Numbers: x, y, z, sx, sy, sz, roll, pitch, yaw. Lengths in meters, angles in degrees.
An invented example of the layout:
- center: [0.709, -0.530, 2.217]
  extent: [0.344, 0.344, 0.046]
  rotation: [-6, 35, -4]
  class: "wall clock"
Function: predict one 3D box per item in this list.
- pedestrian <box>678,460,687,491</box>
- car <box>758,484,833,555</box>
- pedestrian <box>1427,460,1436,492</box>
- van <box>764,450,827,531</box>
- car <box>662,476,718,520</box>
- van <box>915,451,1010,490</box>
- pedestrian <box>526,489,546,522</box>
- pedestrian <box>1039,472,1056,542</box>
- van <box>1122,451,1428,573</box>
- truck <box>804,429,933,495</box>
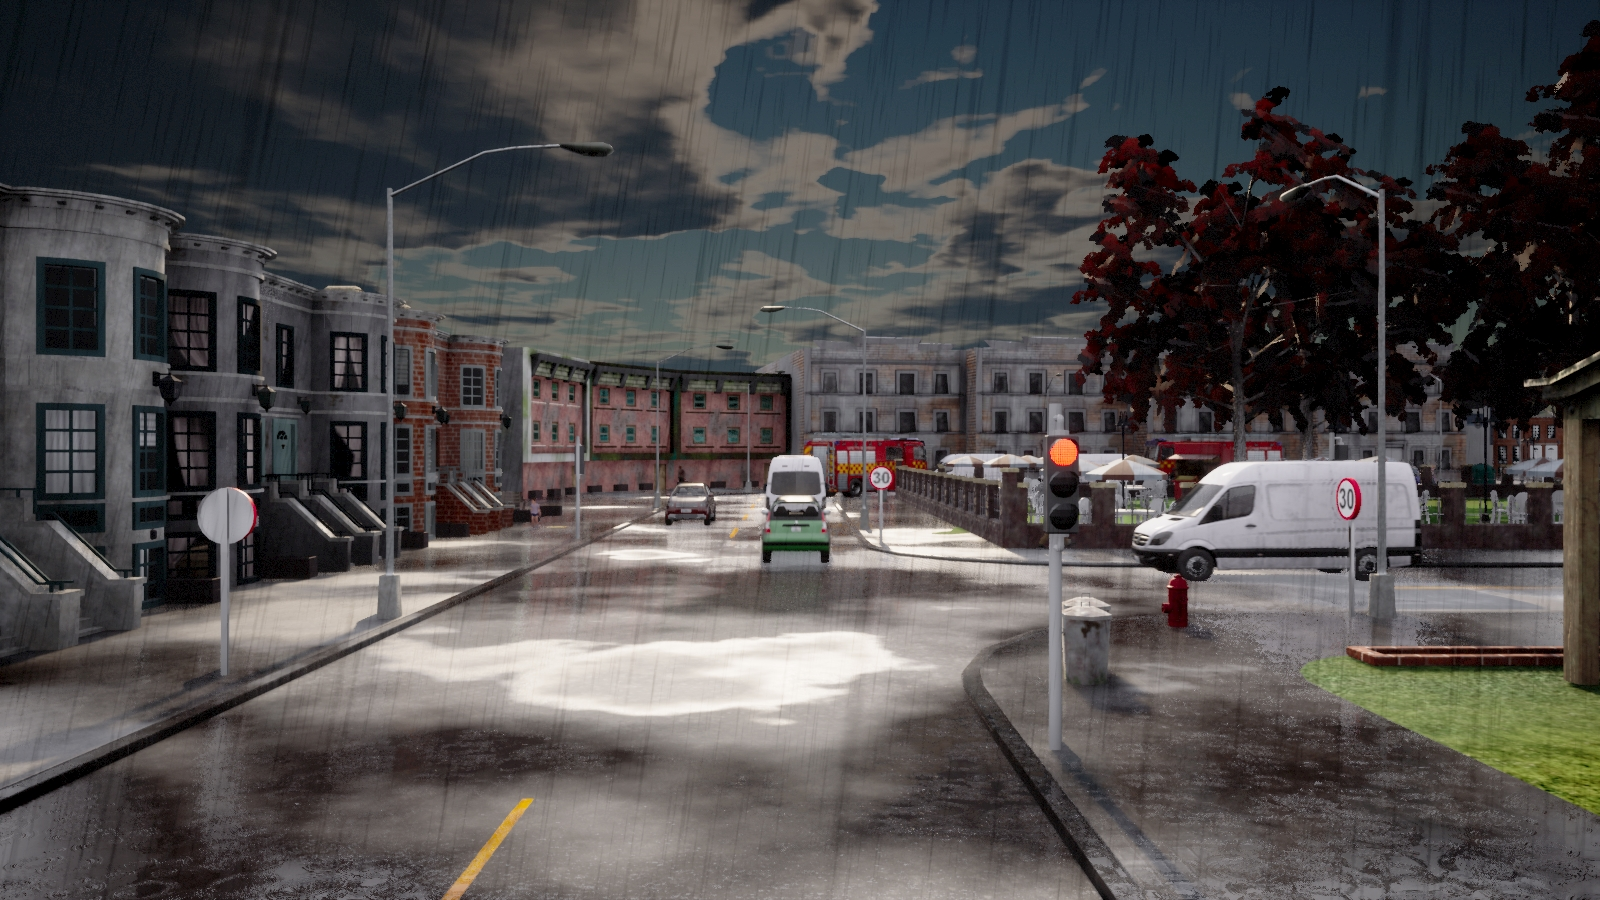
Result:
- center: [-7.137, 1.525, 69.193]
  extent: [0.375, 1.860, 0.375]
  rotation: [0, 0, 31]
  class: "pedestrian"
- center: [-0.109, 1.779, 30.182]
  extent: [1.851, 1.617, 3.988]
  rotation: [0, 0, 0]
  class: "car"
- center: [36.703, 1.524, 66.381]
  extent: [0.375, 1.860, 0.375]
  rotation: [0, 0, 14]
  class: "pedestrian"
- center: [-0.147, 1.312, 39.071]
  extent: [1.988, 2.561, 5.915]
  rotation: [0, 0, 0]
  class: "van"
- center: [-4.154, 1.806, 43.645]
  extent: [1.789, 1.549, 3.705]
  rotation: [0, 0, 0]
  class: "car"
- center: [10.550, 1.314, 74.428]
  extent: [5.915, 2.561, 1.988]
  rotation: [0, 0, 0]
  class: "van"
- center: [-9.009, 1.904, 38.961]
  extent: [0.500, 1.100, 0.500]
  rotation: [0, 0, 9]
  class: "pedestrian"
- center: [6.618, 1.517, 30.539]
  extent: [0.375, 1.860, 0.375]
  rotation: [0, 0, 0]
  class: "pedestrian"
- center: [10.348, 1.314, 25.196]
  extent: [5.915, 2.561, 1.988]
  rotation: [0, 0, 0]
  class: "van"
- center: [4.295, 0.672, 70.228]
  extent: [8.468, 3.827, 2.891]
  rotation: [0, 0, -43]
  class: "truck"
